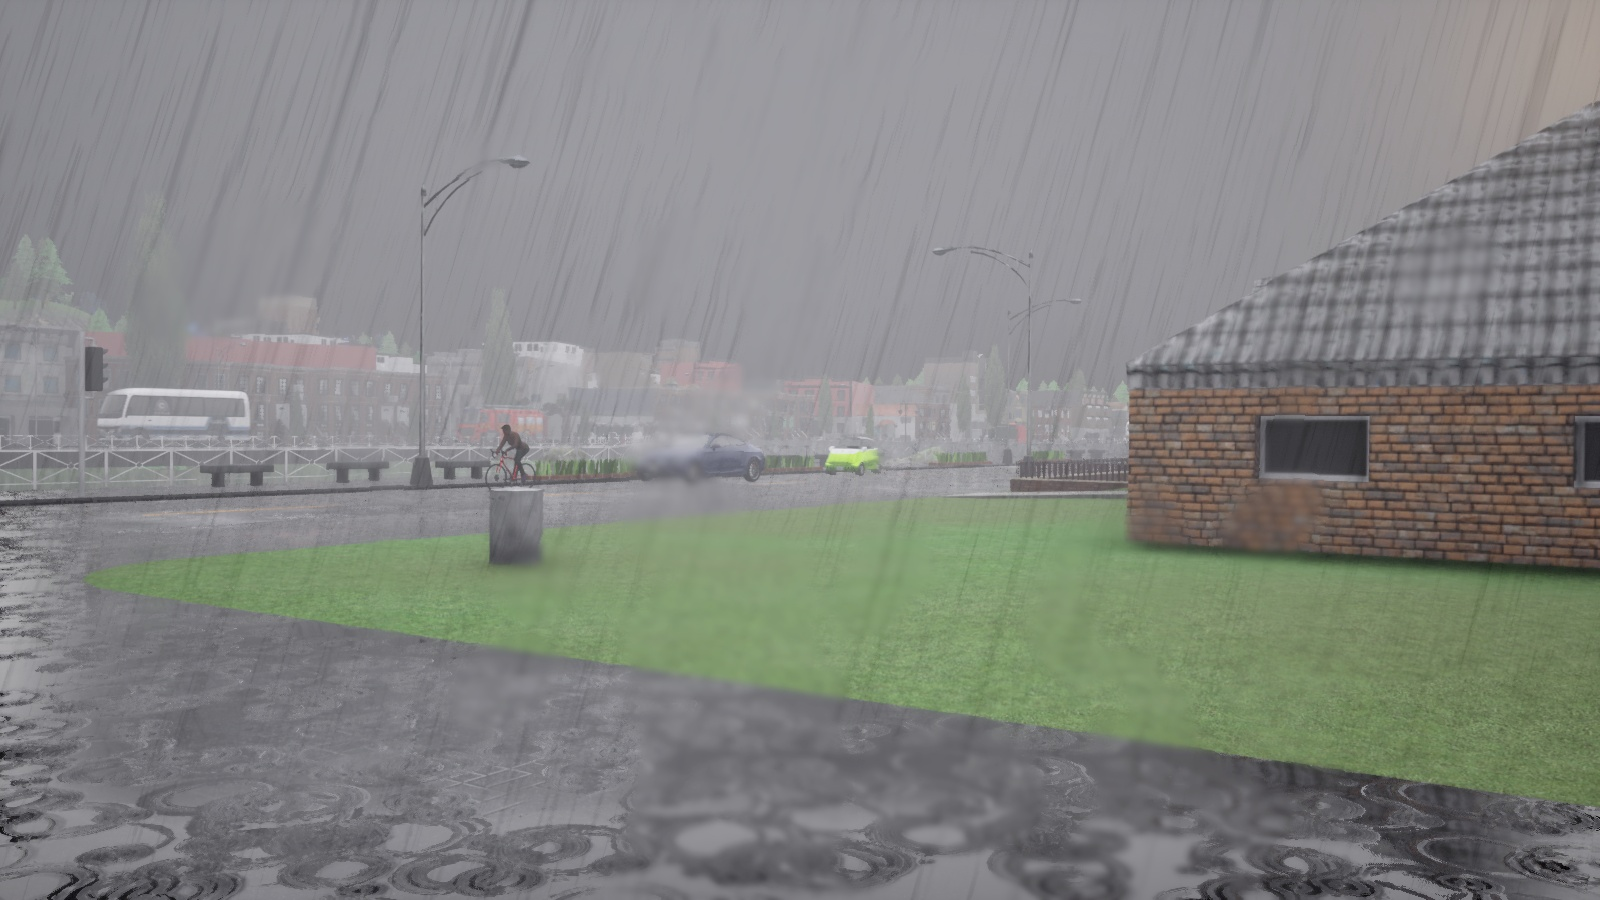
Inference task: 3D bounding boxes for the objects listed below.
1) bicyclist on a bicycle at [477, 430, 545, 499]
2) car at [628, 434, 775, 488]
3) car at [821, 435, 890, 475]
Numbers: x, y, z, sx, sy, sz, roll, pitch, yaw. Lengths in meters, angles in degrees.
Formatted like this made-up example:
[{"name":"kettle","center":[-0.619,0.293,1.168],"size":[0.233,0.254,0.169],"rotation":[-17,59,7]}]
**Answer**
[{"name":"bicyclist on a bicycle","center":[-7.035,0.330,30.608],"size":[0.582,1.620,1.656],"rotation":[0,1,34]},{"name":"car","center":[-2.810,0.278,36.970],"size":[1.812,1.442,4.674],"rotation":[0,1,34]},{"name":"car","center":[1.961,0.166,44.154],"size":[1.481,1.376,2.207],"rotation":[0,1,34]}]
